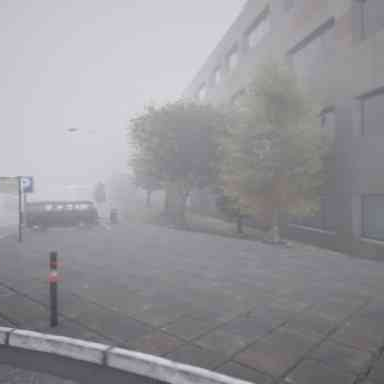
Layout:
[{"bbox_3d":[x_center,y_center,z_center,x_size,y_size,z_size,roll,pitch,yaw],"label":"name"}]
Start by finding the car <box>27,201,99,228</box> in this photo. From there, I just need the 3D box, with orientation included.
[{"bbox_3d":[-11.018,1.917,28.755,5.566,2.045,2.435,0,-3,-19],"label":"car"}]

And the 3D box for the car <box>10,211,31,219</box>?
[{"bbox_3d":[-43.056,5.772,83.702,4.553,1.767,2.185,0,-3,-19],"label":"car"}]

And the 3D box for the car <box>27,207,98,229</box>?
[{"bbox_3d":[-10.091,2.012,26.172,5.008,1.535,2.097,0,-3,-20],"label":"car"}]

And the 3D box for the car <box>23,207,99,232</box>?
[{"bbox_3d":[-9.135,1.897,23.508,4.792,1.488,2.163,0,-3,-19],"label":"car"}]

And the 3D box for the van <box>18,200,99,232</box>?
[{"bbox_3d":[-8.145,1.522,20.917,4.442,1.987,1.878,0,-2,-19],"label":"van"}]

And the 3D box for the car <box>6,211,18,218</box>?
[{"bbox_3d":[-42.196,5.483,81.036,5.566,2.045,2.435,0,-3,-19],"label":"car"}]

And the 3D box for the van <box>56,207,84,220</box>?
[{"bbox_3d":[-21.151,3.734,57.710,4.442,1.987,1.878,0,-3,-19],"label":"van"}]
